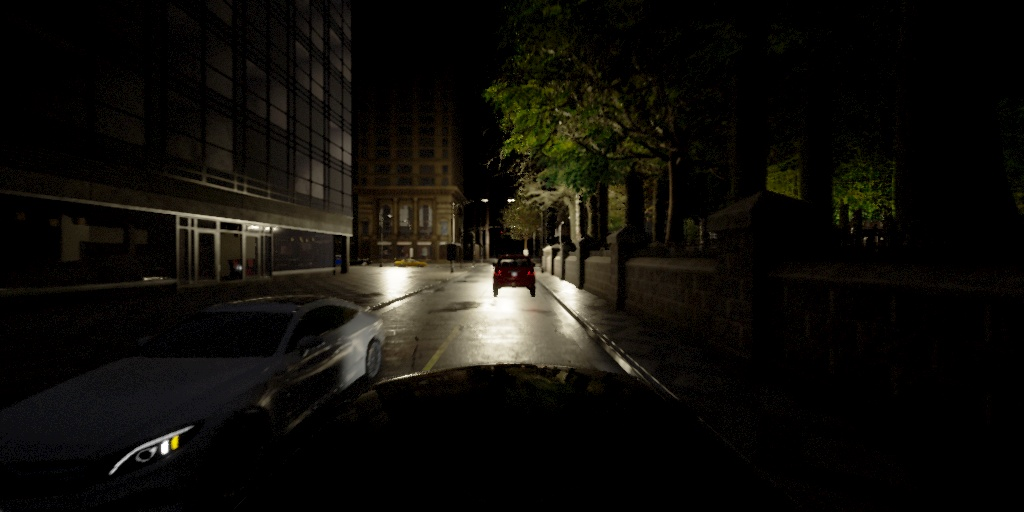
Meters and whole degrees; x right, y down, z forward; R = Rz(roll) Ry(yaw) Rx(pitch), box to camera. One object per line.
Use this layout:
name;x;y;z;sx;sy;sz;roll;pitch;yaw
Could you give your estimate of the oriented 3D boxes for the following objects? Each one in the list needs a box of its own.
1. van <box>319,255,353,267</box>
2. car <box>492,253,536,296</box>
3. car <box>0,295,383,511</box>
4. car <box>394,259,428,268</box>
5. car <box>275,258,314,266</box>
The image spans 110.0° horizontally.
van;-26.335;0.765;53.184;3.998;1.789;1.690;0;0;0
car;0.110;0.948;19.481;2.150;2.045;5.566;0;0;0
car;-3.097;1.273;4.457;1.812;1.442;4.674;0;0;0
car;-14.923;1.070;53.114;4.829;1.417;1.751;0;0;0
car;-31.953;0.904;53.219;4.403;1.370;2.007;0;0;0
